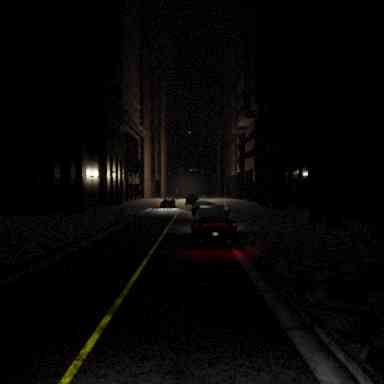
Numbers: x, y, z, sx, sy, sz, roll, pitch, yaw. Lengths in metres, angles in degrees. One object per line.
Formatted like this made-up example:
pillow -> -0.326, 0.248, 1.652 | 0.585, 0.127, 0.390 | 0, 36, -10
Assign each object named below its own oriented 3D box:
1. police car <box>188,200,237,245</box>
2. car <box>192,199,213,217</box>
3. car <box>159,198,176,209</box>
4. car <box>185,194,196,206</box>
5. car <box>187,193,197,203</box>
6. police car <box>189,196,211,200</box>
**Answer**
police car -> 0.901, 1.394, 15.411 | 1.930, 1.638, 5.238 | 0, 0, 0
car -> 0.903, 1.452, 31.303 | 1.812, 1.442, 4.674 | 0, 0, 0
car -> -3.080, 1.452, 43.388 | 1.994, 1.385, 4.181 | 0, 0, 0
car -> 0.006, 1.212, 51.794 | 2.097, 1.767, 4.553 | 0, 0, 0
car -> 0.007, 1.171, 66.796 | 2.097, 1.767, 4.553 | 0, 0, 0
police car -> 0.903, 1.368, 25.412 | 1.930, 1.638, 5.238 | 0, 0, 0
